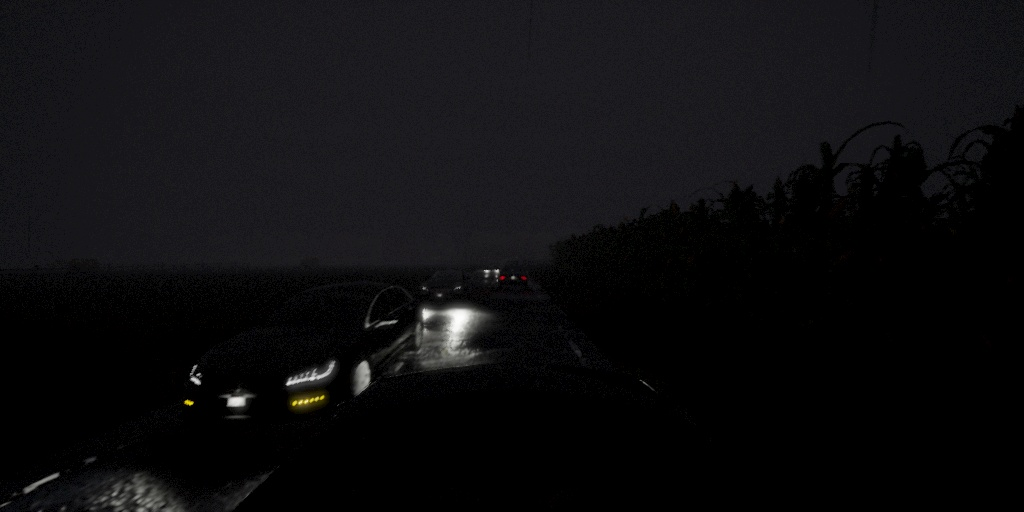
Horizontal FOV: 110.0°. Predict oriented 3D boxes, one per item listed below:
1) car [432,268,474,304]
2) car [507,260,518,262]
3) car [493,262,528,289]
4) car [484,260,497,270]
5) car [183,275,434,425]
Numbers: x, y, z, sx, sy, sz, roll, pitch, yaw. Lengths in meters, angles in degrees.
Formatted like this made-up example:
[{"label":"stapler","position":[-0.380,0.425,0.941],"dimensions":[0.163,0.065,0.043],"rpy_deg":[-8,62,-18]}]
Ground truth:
[{"label":"car","position":[-2.832,1.270,16.450],"dimensions":[1.812,1.442,4.674],"rpy_deg":[0,0,0]},{"label":"car","position":[0.040,1.244,41.574],"dimensions":[1.837,1.490,4.892],"rpy_deg":[0,0,0]},{"label":"car","position":[0.071,1.289,23.072],"dimensions":[2.033,1.411,5.357],"rpy_deg":[0,0,0]},{"label":"car","position":[-2.888,1.263,52.483],"dimensions":[1.812,1.442,4.674],"rpy_deg":[0,0,0]},{"label":"car","position":[-2.849,1.253,6.133],"dimensions":[1.837,1.490,4.892],"rpy_deg":[0,0,0]}]
